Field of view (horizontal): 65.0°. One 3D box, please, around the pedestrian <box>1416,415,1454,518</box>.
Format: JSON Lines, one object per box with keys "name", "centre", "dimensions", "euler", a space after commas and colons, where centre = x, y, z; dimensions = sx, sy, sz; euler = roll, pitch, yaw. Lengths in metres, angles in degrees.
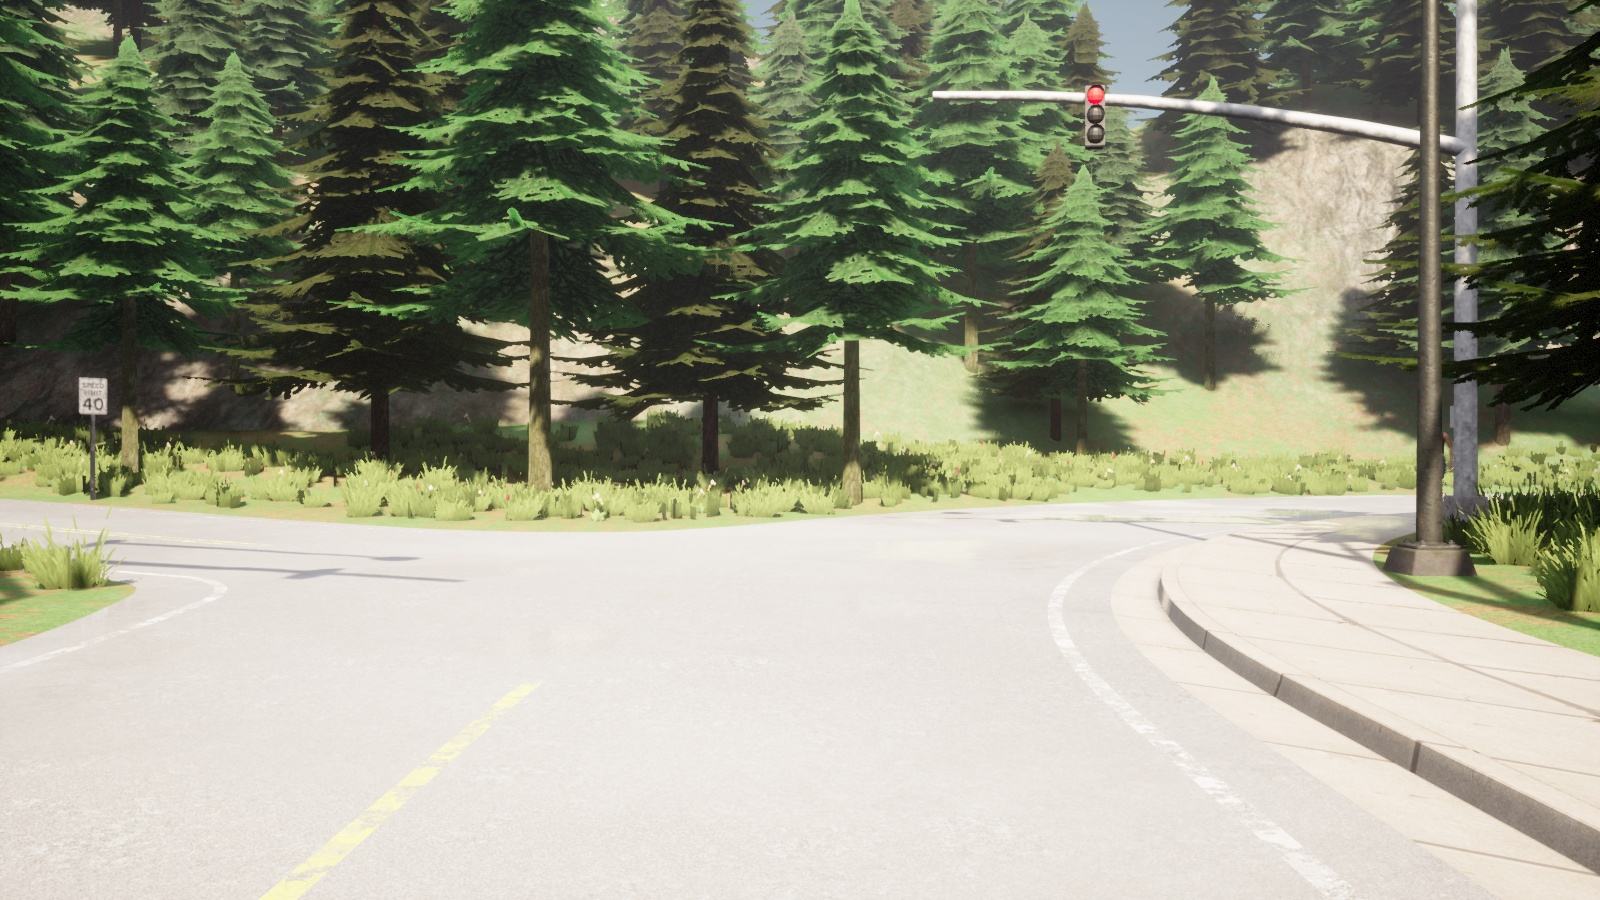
{"name": "pedestrian", "centre": [11.379, 0.291, 22.507], "dimensions": [0.594, 1.836, 0.345], "euler": [0, 0, -33]}
